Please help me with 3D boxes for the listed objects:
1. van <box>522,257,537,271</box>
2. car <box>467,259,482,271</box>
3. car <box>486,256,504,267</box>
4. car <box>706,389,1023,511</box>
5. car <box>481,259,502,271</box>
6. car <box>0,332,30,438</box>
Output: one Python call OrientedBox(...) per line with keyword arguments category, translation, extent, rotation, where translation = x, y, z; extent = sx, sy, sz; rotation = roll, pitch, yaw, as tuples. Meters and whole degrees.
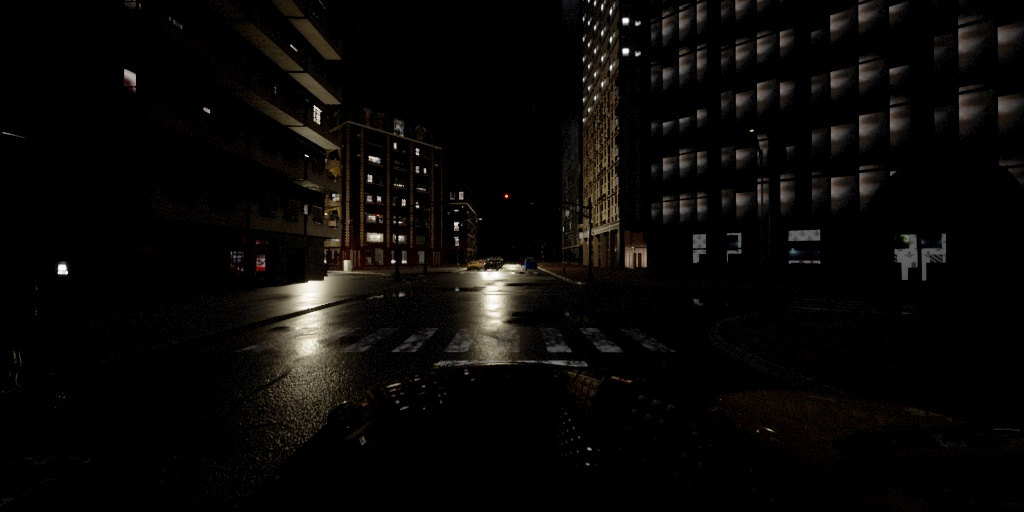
OrientedBox(category="van", translation=(2.614, 1.136, 50.067), extent=(1.690, 1.789, 3.998), rotation=(0, 0, 0))
OrientedBox(category="car", translation=(-5.267, 1.321, 49.906), extent=(1.751, 1.417, 4.829), rotation=(0, 0, 0))
OrientedBox(category="car", translation=(-2.779, 1.036, 59.153), extent=(2.150, 2.045, 5.566), rotation=(0, 0, 0))
OrientedBox(category="car", translation=(2.563, 1.275, 1.244), extent=(1.751, 1.417, 4.829), rotation=(0, 0, 0))
OrientedBox(category="car", translation=(-2.800, 1.395, 49.229), extent=(1.895, 1.301, 4.718), rotation=(0, 0, 0))
OrientedBox(category="car", translation=(-5.318, 1.065, 1.076), extent=(2.192, 1.841, 5.009), rotation=(0, 0, 0))
